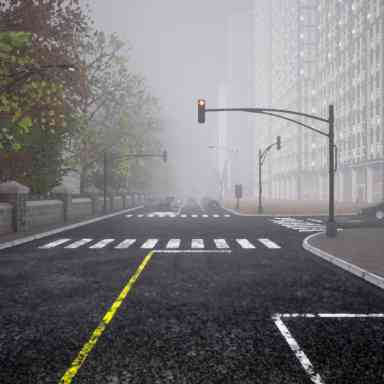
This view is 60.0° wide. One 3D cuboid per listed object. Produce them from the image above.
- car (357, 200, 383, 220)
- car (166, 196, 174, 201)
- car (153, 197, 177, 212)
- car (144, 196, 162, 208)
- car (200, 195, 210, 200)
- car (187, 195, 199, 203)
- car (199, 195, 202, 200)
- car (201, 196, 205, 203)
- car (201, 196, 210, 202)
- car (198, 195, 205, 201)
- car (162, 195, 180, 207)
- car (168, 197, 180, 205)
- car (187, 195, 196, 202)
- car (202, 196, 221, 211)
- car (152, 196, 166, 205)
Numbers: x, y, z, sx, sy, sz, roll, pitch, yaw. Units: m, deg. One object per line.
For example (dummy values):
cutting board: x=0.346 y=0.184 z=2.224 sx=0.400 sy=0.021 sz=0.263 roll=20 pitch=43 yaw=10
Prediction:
car: x=14.933 y=1.239 z=24.786 sx=4.892 sy=1.490 sz=1.837 roll=-1 pitch=0 yaw=0
car: x=-5.762 y=1.626 z=86.615 sx=1.887 sy=1.381 sz=4.507 roll=0 pitch=0 yaw=0
car: x=-3.131 y=1.583 z=39.228 sx=1.994 sy=1.385 sz=4.181 roll=0 pitch=0 yaw=0
car: x=-5.729 y=1.608 z=47.188 sx=1.802 sy=1.307 sz=4.206 roll=0 pitch=0 yaw=0
car: x=2.647 y=1.597 z=52.828 sx=1.947 sy=1.339 sz=4.313 roll=0 pitch=0 yaw=0
car: x=-0.059 y=1.578 z=69.263 sx=1.812 sy=1.442 sz=4.674 roll=0 pitch=0 yaw=0
car: x=3.055 y=1.406 z=69.845 sx=2.097 sy=1.767 sz=4.553 roll=0 pitch=0 yaw=0
car: x=2.652 y=1.592 z=47.195 sx=1.947 sy=1.339 sz=4.313 roll=0 pitch=0 yaw=0
car: x=3.085 y=1.590 z=76.875 sx=1.812 sy=1.442 sz=4.674 roll=0 pitch=0 yaw=0
car: x=2.614 y=1.642 z=92.254 sx=2.008 sy=1.369 sz=4.403 roll=0 pitch=0 yaw=0
car: x=-3.135 y=1.379 z=48.781 sx=2.097 sy=1.767 sz=4.553 roll=0 pitch=0 yaw=0
car: x=-3.121 y=1.564 z=59.056 sx=1.812 sy=1.442 sz=4.674 roll=0 pitch=0 yaw=0
car: x=-0.066 y=1.482 z=78.847 sx=2.033 sy=1.411 sz=5.357 roll=0 pitch=0 yaw=0
car: x=2.656 y=1.587 z=41.563 sx=1.947 sy=1.339 sz=4.313 roll=0 pitch=0 yaw=0
car: x=-5.737 y=1.478 z=58.454 sx=1.967 sy=1.590 sz=4.097 roll=0 pitch=0 yaw=0
